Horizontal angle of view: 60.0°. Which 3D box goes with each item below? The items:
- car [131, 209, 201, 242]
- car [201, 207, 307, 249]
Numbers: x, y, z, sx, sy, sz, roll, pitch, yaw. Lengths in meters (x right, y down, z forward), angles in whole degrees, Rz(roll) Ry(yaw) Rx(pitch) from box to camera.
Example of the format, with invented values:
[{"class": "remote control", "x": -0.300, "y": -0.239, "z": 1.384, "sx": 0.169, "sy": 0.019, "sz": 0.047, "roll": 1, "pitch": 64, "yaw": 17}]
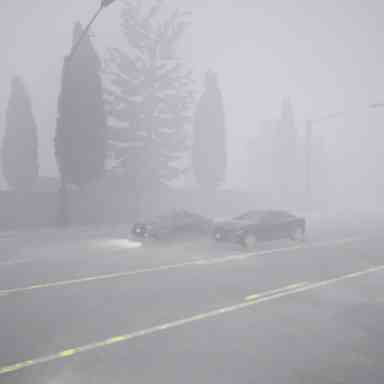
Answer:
[{"class": "car", "x": -0.837, "y": 1.567, "z": 16.359, "sx": 4.181, "sy": 1.385, "sz": 1.994, "roll": 0, "pitch": 0, "yaw": -36}, {"class": "car", "x": 3.057, "y": 1.481, "z": 14.855, "sx": 5.008, "sy": 1.535, "sz": 1.882, "roll": 0, "pitch": 0, "yaw": -36}]
